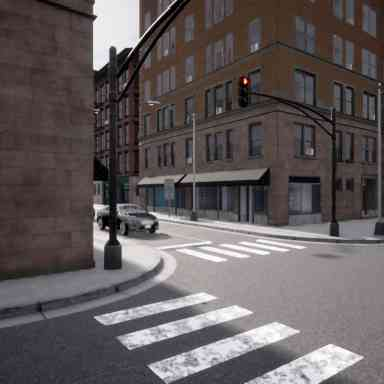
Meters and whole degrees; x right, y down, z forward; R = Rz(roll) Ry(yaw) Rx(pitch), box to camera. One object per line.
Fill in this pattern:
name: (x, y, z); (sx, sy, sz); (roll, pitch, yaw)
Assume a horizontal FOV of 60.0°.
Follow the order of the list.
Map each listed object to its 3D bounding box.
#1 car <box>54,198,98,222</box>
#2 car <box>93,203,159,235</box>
car: (-9.105, 1.323, 25.867); (1.882, 1.535, 5.008); (0, 0, -36)
car: (-3.618, 1.395, 18.157); (2.128, 1.511, 4.902); (0, 0, -37)
